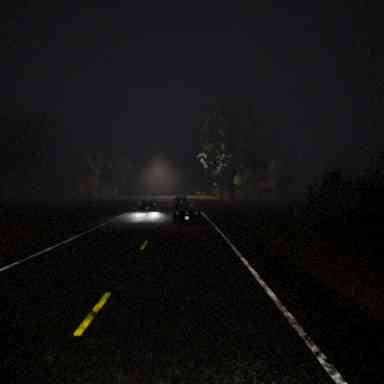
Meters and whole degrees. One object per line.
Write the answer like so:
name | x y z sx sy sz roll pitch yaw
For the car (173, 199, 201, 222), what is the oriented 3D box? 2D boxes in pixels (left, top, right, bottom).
car | -0.425 1.394 24.182 1.895 1.301 4.718 0 1 -2

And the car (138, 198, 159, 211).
car | -4.562 1.288 35.316 1.895 1.301 4.718 0 1 -3

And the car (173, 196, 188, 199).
car | -1.380 1.184 41.700 1.994 1.385 4.181 0 1 -4
